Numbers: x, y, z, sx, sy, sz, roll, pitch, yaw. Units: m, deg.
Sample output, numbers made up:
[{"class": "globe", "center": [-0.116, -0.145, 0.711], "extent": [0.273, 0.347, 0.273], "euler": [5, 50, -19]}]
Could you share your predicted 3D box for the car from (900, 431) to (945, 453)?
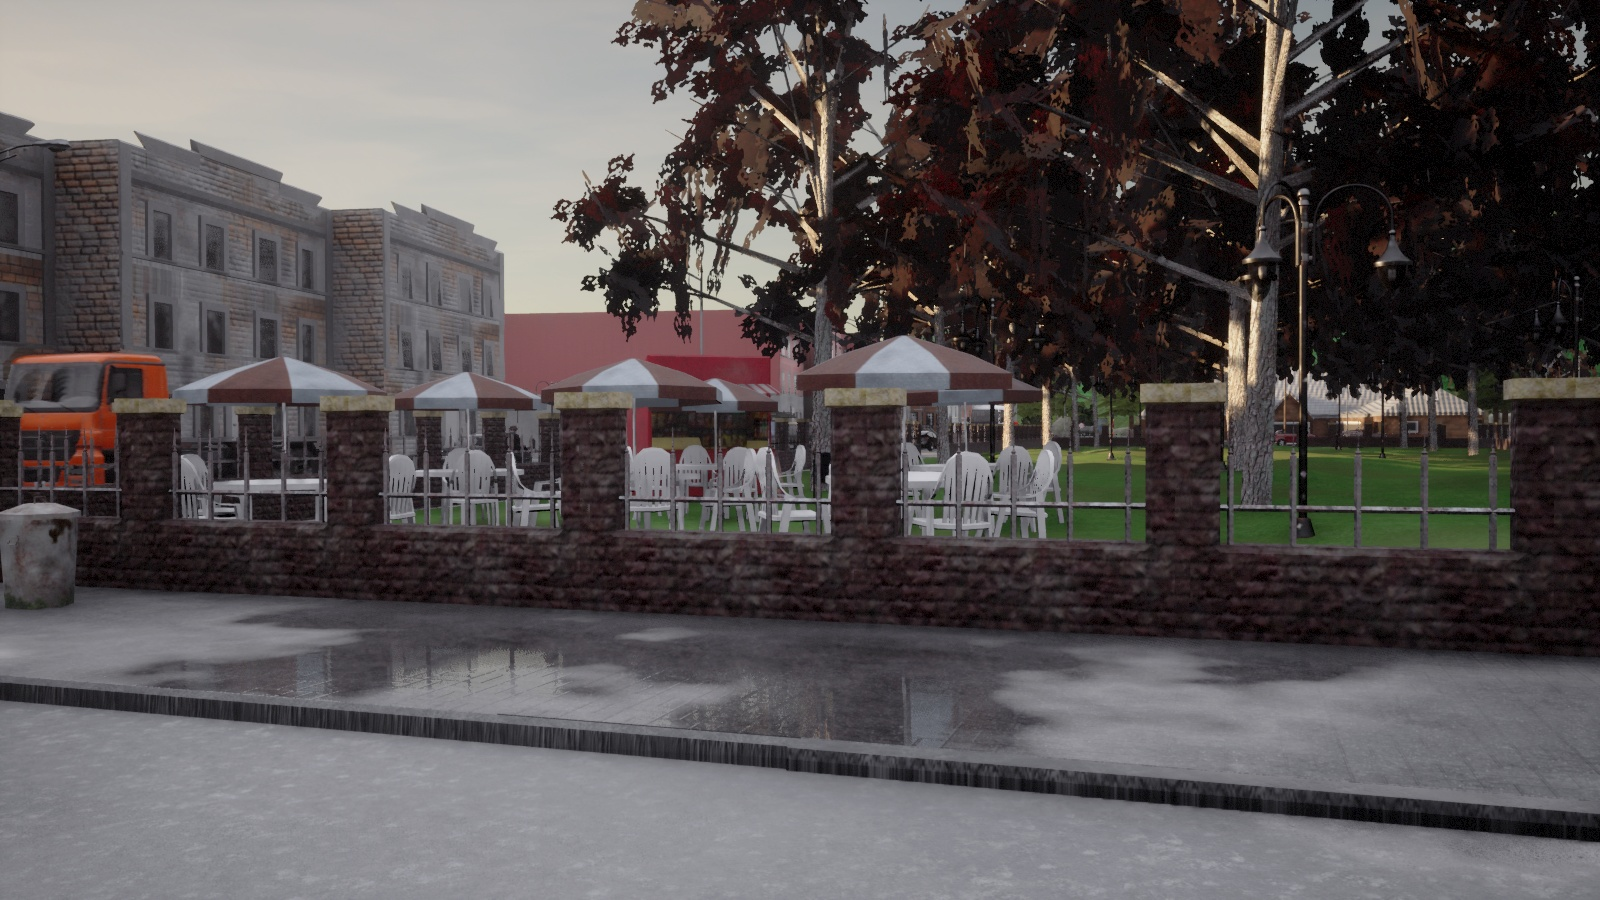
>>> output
[{"class": "car", "center": [8.858, -0.584, 90.158], "extent": [2.163, 1.488, 4.792], "euler": [1, 1, 19]}]

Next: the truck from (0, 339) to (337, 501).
[{"class": "truck", "center": [-15.278, -0.708, 30.955], "extent": [2.891, 3.462, 7.936], "euler": [1, 1, 19]}]

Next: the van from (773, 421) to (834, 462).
[{"class": "van", "center": [0.218, -0.455, 64.536], "extent": [1.775, 1.987, 4.442], "euler": [1, 1, 19]}]

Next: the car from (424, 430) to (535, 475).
[{"class": "car", "center": [-11.051, 0.053, 43.570], "extent": [1.970, 1.475, 3.806], "euler": [1, 1, 19]}]
